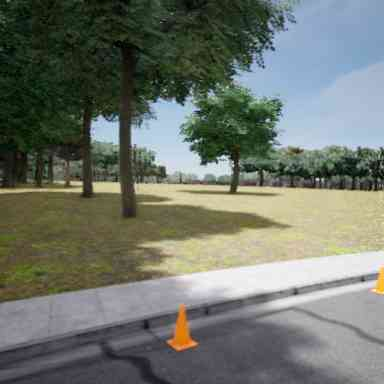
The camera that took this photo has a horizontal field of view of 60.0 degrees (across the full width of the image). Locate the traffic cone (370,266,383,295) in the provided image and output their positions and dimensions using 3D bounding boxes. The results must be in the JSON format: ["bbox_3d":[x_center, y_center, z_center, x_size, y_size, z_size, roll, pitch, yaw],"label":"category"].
[{"bbox_3d":[4.312,1.976,7.547,0.340,0.580,0.340,1,0,-29],"label":"traffic cone"}]

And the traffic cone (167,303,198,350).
[{"bbox_3d":[-0.140,1.942,4.909,0.340,0.580,0.340,0,0,-33],"label":"traffic cone"}]
